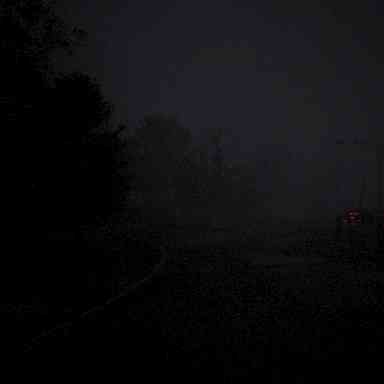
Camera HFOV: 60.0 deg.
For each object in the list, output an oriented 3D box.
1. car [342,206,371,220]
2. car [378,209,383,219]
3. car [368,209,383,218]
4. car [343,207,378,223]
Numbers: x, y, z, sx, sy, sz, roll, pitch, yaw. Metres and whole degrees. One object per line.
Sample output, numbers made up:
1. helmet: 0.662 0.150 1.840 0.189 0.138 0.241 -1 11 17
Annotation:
1. car: 22.271 2.825 45.018 4.553 1.767 2.097 3 -4 -45
2. car: 25.032 2.922 43.213 4.181 1.385 1.994 3 -4 -45
3. car: 29.490 3.382 52.284 1.994 1.385 4.181 -3 -4 45
4. car: 18.152 2.511 35.923 1.837 1.490 4.892 -3 -5 43
